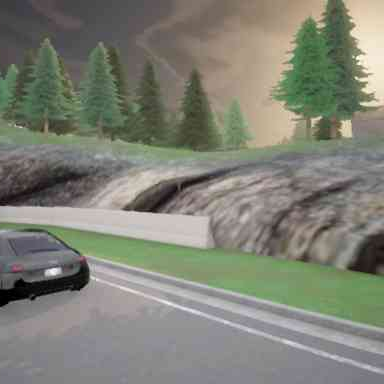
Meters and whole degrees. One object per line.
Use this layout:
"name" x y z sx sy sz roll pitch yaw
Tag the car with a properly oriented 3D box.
"car" -4.290 1.576 8.076 4.181 1.385 1.994 0 0 42
